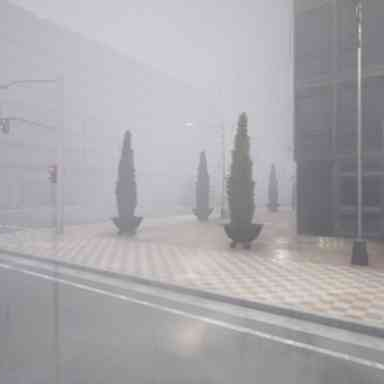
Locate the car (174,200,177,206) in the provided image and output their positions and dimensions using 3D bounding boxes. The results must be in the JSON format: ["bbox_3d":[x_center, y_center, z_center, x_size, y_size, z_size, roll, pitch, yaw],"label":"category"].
[{"bbox_3d":[-0.935,1.466,51.344,1.994,1.385,4.181,0,0,36],"label":"car"}]

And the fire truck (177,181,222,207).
[{"bbox_3d":[1.866,0.241,49.127,2.891,3.827,8.468,0,0,36],"label":"fire truck"}]
